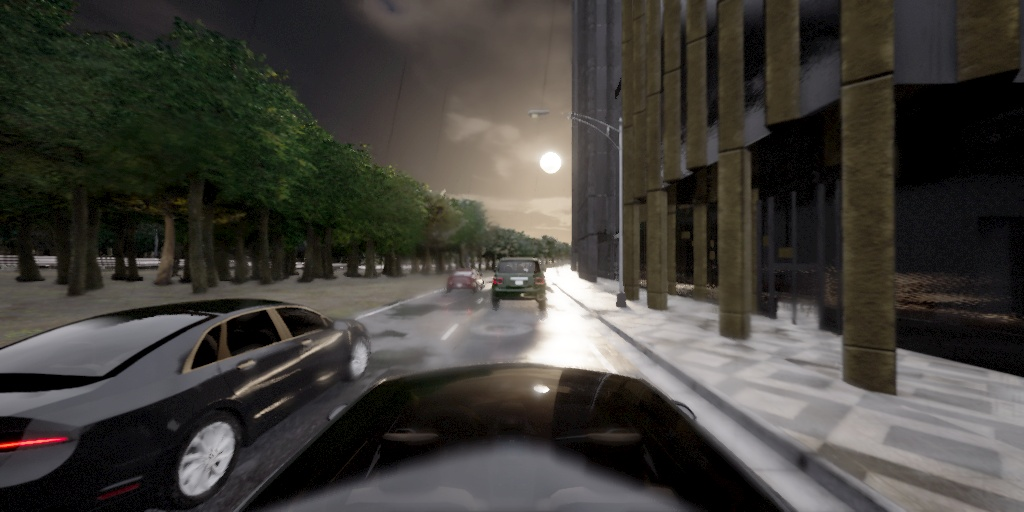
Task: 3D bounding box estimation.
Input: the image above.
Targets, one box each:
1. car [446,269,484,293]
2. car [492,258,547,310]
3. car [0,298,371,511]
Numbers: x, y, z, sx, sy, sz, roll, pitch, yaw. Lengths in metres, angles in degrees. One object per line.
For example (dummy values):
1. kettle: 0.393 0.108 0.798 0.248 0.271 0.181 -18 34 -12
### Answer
1. car: -2.900 1.529 22.686 1.812 1.442 4.674 0 -1 2
2. car: 0.339 1.110 15.759 2.150 2.045 5.566 0 -1 2
3. car: -3.363 1.266 4.318 1.837 1.490 4.892 0 0 0
